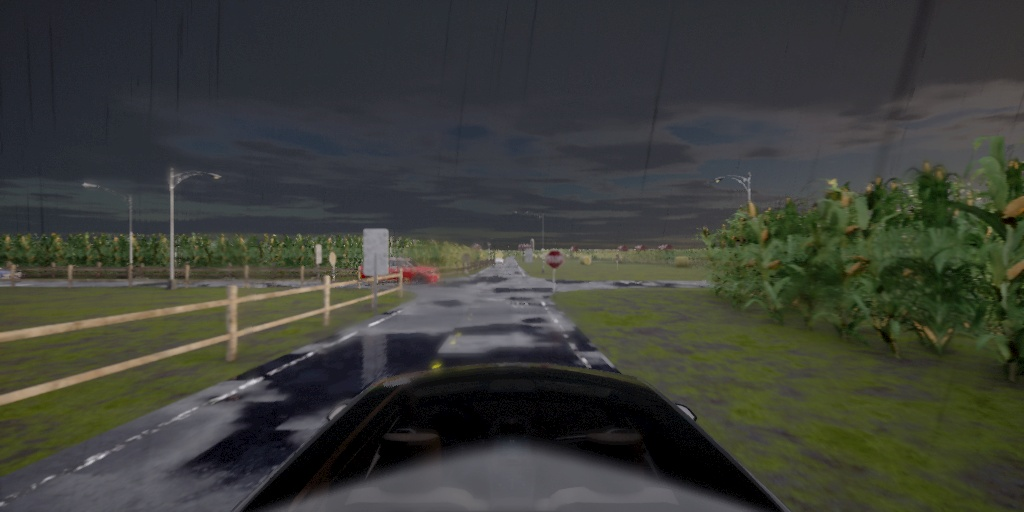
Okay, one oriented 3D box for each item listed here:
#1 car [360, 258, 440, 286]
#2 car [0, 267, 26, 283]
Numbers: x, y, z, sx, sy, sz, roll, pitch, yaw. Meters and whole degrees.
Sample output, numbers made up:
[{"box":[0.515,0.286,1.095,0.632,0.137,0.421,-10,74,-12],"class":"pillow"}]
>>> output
[{"box":[-8.089,1.157,25.827,5.566,2.045,2.150,0,0,0],"class":"car"},{"box":[-37.607,1.251,25.339,4.674,1.442,1.812,0,0,-1],"class":"car"}]
